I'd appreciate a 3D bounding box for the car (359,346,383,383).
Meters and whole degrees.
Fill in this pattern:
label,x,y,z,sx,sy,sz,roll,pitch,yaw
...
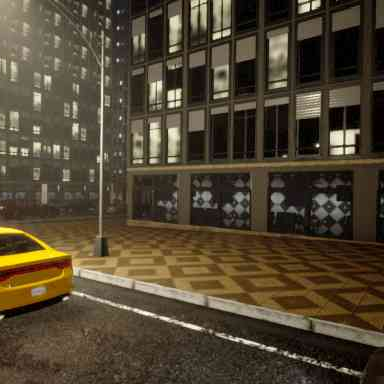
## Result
label,x,y,z,sx,sy,sz,roll,pitch,yaw
car,3.479,1.548,1.217,5.357,1.411,2.033,0,0,35

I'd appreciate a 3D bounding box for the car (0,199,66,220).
label,x,y,z,sx,sy,sz,roll,pitch,yaw
car,-14.388,1.518,29.599,2.192,1.841,5.009,1,0,36

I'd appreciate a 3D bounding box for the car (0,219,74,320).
label,x,y,z,sx,sy,sz,roll,pitch,yaw
car,-4.540,1.474,6.890,5.008,1.535,1.882,0,0,35

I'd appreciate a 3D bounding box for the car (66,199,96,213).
label,x,y,z,sx,sy,sz,roll,pitch,yaw
car,-13.874,1.686,40.075,1.837,1.490,4.892,1,2,36

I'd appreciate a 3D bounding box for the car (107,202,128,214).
label,x,y,z,sx,sy,sz,roll,pitch,yaw
car,-7.618,1.829,38.831,1.752,1.417,4.829,1,0,36

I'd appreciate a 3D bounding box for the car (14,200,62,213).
label,x,y,z,sx,sy,sz,roll,pitch,yaw
car,-17.913,1.641,38.964,1.752,1.417,4.829,1,0,36
